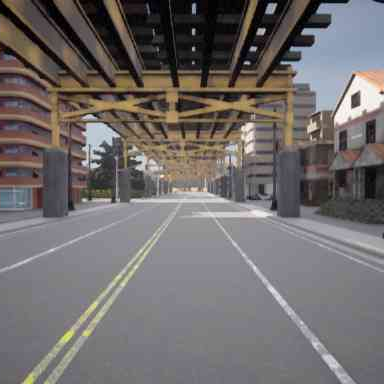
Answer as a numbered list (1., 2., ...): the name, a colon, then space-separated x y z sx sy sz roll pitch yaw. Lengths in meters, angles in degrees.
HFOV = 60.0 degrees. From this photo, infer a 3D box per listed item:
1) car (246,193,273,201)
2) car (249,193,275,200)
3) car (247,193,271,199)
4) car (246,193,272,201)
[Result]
1. car: 13.262 0.960 63.450 4.974 1.542 2.038 0 1 -20
2. car: 13.311 0.803 63.466 4.536 1.218 1.853 0 1 -20
3. car: 13.636 0.756 67.585 4.536 1.218 1.853 0 1 25
4. car: 13.589 0.913 67.608 4.974 1.542 2.038 0 1 25
